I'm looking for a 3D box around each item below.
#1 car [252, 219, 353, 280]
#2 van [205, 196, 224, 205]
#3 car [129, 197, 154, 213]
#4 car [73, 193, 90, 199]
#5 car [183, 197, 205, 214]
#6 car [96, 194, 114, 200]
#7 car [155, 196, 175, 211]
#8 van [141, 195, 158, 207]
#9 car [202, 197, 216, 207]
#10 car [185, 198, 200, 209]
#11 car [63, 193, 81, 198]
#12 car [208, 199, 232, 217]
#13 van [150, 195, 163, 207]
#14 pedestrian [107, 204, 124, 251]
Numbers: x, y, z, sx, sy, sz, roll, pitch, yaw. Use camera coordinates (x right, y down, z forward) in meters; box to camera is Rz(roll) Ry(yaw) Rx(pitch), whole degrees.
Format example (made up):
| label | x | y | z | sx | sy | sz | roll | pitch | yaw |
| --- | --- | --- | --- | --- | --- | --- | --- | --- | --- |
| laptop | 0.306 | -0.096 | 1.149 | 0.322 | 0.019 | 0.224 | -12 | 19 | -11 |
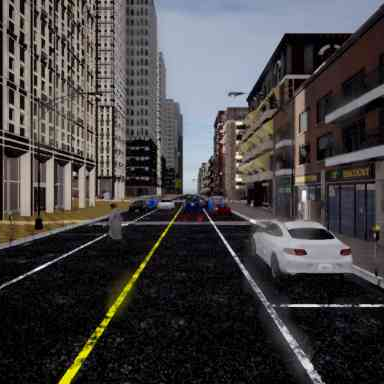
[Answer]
| label | x | y | z | sx | sy | sz | roll | pitch | yaw |
| --- | --- | --- | --- | --- | --- | --- | --- | --- | --- |
| car | 2.998 | 1.527 | 9.795 | 1.812 | 1.442 | 4.674 | 0 | 0 | 0 |
| van | 2.684 | 1.350 | 36.474 | 1.690 | 1.788 | 3.998 | 0 | 0 | 0 |
| car | -5.696 | 1.575 | 36.473 | 1.947 | 1.339 | 4.313 | 0 | 0 | 0 |
| car | -26.720 | 1.146 | 81.129 | 4.206 | 1.307 | 1.802 | 1 | -1 | 0 |
| car | 0.075 | 1.361 | 36.074 | 2.097 | 1.767 | 4.553 | 0 | 0 | 0 |
| car | -21.143 | 1.112 | 81.145 | 4.097 | 1.590 | 1.967 | 1 | -1 | 0 |
| car | -3.116 | 1.537 | 40.778 | 1.812 | 1.442 | 4.674 | 0 | 0 | 0 |
| van | -5.697 | 1.353 | 42.121 | 1.690 | 1.788 | 3.998 | 0 | 0 | 0 |
| car | 2.682 | 1.570 | 53.419 | 2.008 | 1.369 | 4.403 | 0 | 0 | 0 |
| car | 0.048 | 1.578 | 45.973 | 1.994 | 1.385 | 4.181 | 0 | 0 | 1 |
| car | -32.375 | 1.032 | 89.495 | 4.206 | 1.307 | 1.802 | 1 | -1 | 0 |
| car | 2.685 | 1.589 | 30.825 | 1.802 | 1.307 | 4.206 | 0 | 0 | 0 |
| van | -5.698 | 1.360 | 53.419 | 1.690 | 1.788 | 3.998 | 0 | 0 | 0 |
| pedestrian | -2.868 | 1.295 | 12.426 | 0.375 | 1.860 | 0.375 | 0 | 0 | -2 |
